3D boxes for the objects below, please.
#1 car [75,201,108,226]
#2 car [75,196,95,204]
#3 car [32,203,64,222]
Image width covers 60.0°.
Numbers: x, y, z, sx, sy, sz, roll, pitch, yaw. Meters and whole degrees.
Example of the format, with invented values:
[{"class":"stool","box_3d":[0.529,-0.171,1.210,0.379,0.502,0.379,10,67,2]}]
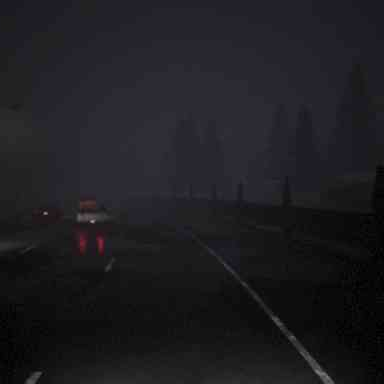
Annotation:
[{"class":"car","box_3d":[-6.836,1.580,23.230,1.895,1.301,4.718,0,0,-14]},{"class":"car","box_3d":[-12.846,1.320,40.187,2.097,1.767,4.553,0,0,-24]},{"class":"car","box_3d":[-11.440,1.556,26.621,1.994,1.385,4.181,0,0,-16]}]
